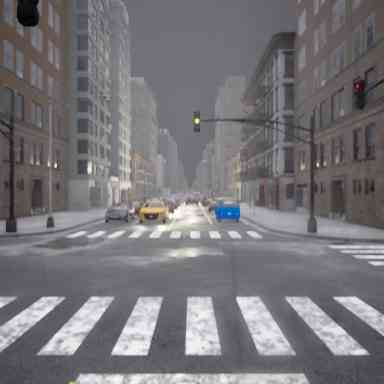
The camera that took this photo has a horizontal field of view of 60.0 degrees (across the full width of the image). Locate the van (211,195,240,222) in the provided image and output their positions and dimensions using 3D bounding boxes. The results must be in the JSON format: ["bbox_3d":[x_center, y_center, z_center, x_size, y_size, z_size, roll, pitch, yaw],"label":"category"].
[{"bbox_3d":[2.635,1.309,25.295,1.690,1.788,3.998,0,0,0],"label":"van"}]

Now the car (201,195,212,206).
[{"bbox_3d":[2.635,1.518,48.021,1.802,1.307,4.206,0,0,0],"label":"car"}]

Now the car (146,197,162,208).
[{"bbox_3d":[-5.391,1.461,47.844,1.752,1.417,4.829,0,0,0],"label":"car"}]

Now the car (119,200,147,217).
[{"bbox_3d":[-5.390,1.505,30.968,1.887,1.381,4.507,0,0,0],"label":"car"}]

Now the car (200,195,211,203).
[{"bbox_3d":[2.634,1.343,65.064,1.967,1.590,4.097,0,0,0],"label":"car"}]

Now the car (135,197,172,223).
[{"bbox_3d":[-2.834,1.445,25.569,1.882,1.535,5.008,0,0,0],"label":"car"}]

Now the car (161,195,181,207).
[{"bbox_3d":[-2.788,1.469,43.276,1.812,1.442,4.674,0,0,1],"label":"car"}]

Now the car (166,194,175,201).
[{"bbox_3d":[-5.392,1.310,82.105,1.967,1.590,4.097,0,0,0],"label":"car"}]

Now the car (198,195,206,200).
[{"bbox_3d":[2.633,1.424,87.790,1.947,1.339,4.313,0,0,0],"label":"car"}]

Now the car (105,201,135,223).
[{"bbox_3d":[-5.390,1.519,25.286,2.008,1.369,4.403,0,0,0],"label":"car"}]

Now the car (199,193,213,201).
[{"bbox_3d":[2.634,1.240,53.702,2.192,1.841,5.009,0,0,0],"label":"car"}]

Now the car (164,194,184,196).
[{"bbox_3d":[-2.792,1.423,50.289,2.128,1.511,4.902,0,0,1],"label":"car"}]

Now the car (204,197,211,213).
[{"bbox_3d":[2.635,1.535,36.658,1.802,1.307,4.206,0,0,0],"label":"car"}]

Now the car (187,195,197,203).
[{"bbox_3d":[-0.004,1.380,65.427,1.882,1.535,5.008,0,0,0],"label":"car"}]

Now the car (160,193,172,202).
[{"bbox_3d":[-5.391,1.207,70.741,2.192,1.841,5.009,0,0,0],"label":"car"}]

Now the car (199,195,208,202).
[{"bbox_3d":[2.633,1.431,76.427,2.008,1.369,4.403,0,0,0],"label":"car"}]

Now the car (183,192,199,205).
[{"bbox_3d":[-0.003,1.273,55.395,2.097,1.767,4.553,0,0,0],"label":"car"}]

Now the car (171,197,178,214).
[{"bbox_3d":[-2.802,1.520,34.519,1.994,1.385,4.181,0,0,0],"label":"car"}]
